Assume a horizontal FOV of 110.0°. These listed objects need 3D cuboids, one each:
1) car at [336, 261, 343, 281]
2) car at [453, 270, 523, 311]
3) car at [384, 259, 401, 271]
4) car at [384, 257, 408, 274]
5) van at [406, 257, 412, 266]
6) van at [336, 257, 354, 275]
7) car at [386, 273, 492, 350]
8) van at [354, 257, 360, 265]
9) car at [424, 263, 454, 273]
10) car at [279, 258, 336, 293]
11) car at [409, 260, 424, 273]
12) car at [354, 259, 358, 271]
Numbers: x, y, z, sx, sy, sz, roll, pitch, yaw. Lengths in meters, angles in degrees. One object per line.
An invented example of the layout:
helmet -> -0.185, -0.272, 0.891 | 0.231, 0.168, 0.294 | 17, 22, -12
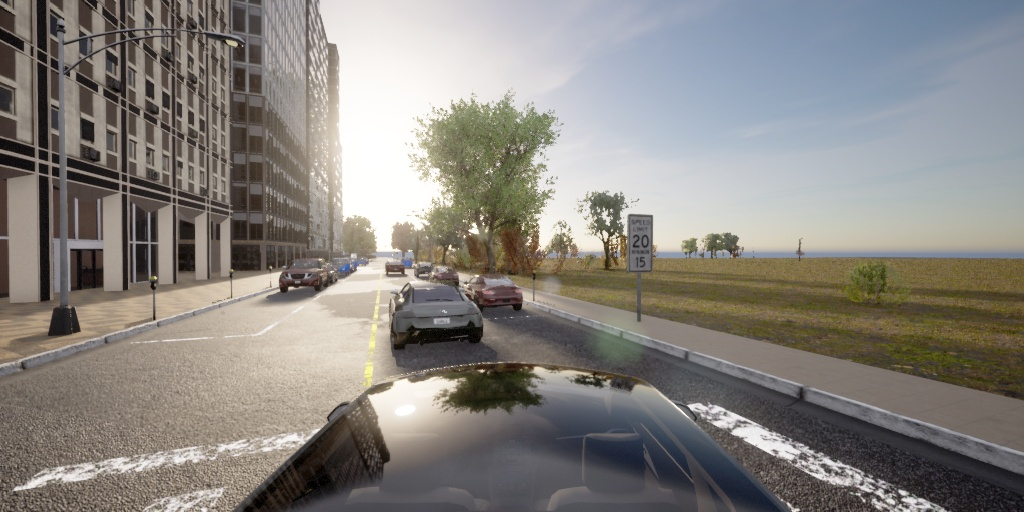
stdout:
car -> -14.019, 1.308, 26.588 | 1.948, 1.339, 4.313 | 0, 0, -20
car -> -0.878, 1.323, 13.799 | 1.802, 1.307, 4.207 | 0, 0, -20
car -> -16.309, 1.218, 48.914 | 2.128, 1.511, 4.902 | 0, 0, -19
car -> -12.789, 1.209, 39.230 | 1.882, 1.535, 5.008 | 0, 0, -19
van -> -17.820, 1.059, 60.705 | 1.690, 1.789, 3.998 | 0, 0, -20
van -> -17.716, 1.078, 37.049 | 1.690, 1.789, 3.998 | 0, 0, -20
car -> -2.124, 1.310, 9.287 | 1.994, 1.385, 4.181 | 0, 0, -20
van -> -21.458, 1.074, 47.495 | 1.690, 1.789, 3.998 | 0, 0, -20
car -> -4.650, 1.317, 24.222 | 1.802, 1.307, 4.207 | 0, 0, -20
car -> -12.192, 1.060, 21.351 | 2.192, 1.841, 5.009 | 0, 0, -20
car -> -8.475, 1.281, 34.623 | 2.007, 1.370, 4.403 | 0, 0, -20
car -> -19.587, 1.317, 42.272 | 1.802, 1.307, 4.207 | 0, 0, -20
